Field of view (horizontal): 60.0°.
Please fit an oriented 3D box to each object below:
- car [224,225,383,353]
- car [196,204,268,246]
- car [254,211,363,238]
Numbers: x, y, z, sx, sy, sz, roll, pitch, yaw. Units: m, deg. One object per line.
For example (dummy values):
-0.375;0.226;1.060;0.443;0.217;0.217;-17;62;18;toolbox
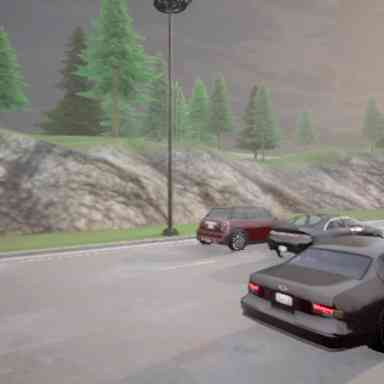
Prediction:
3.332;1.546;6.122;5.357;1.411;2.033;0;0;-35;car
2.456;1.349;14.096;4.553;1.767;2.097;0;0;-35;car
4.708;1.489;11.402;4.902;1.511;2.128;0;0;-35;car
